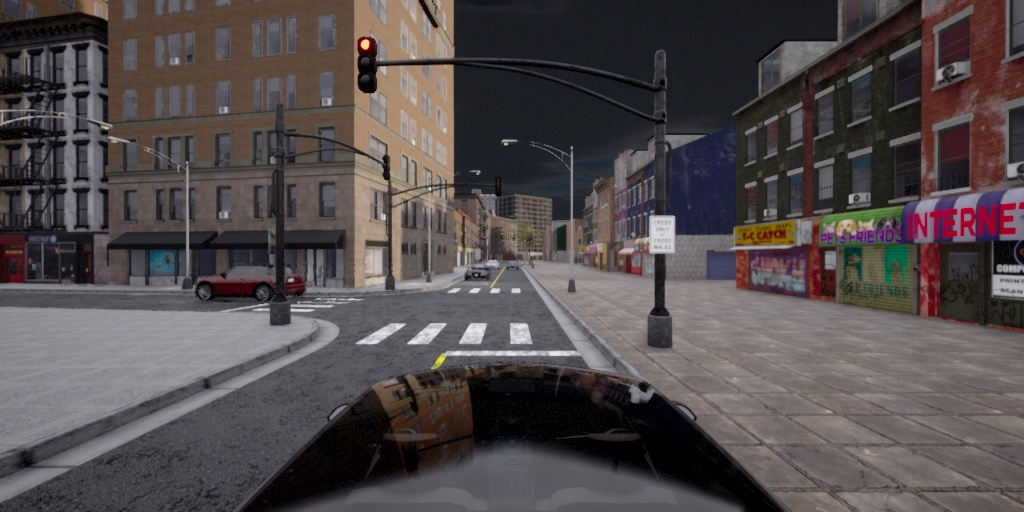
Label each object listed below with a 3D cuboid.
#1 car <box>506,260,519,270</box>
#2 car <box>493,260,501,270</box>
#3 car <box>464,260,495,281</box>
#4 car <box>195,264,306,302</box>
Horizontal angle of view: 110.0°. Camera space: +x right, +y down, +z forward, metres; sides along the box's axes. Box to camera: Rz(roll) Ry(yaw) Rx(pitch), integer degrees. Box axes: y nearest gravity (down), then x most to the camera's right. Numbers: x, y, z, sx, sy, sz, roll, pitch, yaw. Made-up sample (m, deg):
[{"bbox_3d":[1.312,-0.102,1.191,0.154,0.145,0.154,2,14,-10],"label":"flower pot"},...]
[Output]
[{"bbox_3d":[0.102,1.304,52.802,2.033,1.411,5.357,0,0,0],"label":"car"},{"bbox_3d":[-2.736,1.281,51.070,1.812,1.442,4.674,0,0,0],"label":"car"},{"bbox_3d":[-2.795,1.314,30.070,1.994,1.385,4.181,0,0,0],"label":"car"},{"bbox_3d":[-12.323,1.152,16.957,4.553,1.767,2.097,0,0,10],"label":"car"}]
